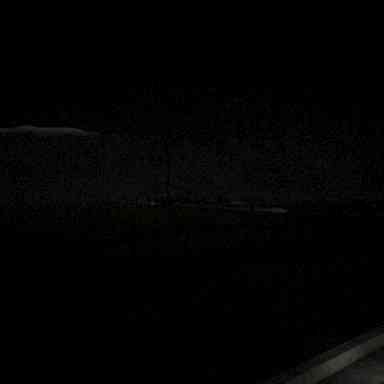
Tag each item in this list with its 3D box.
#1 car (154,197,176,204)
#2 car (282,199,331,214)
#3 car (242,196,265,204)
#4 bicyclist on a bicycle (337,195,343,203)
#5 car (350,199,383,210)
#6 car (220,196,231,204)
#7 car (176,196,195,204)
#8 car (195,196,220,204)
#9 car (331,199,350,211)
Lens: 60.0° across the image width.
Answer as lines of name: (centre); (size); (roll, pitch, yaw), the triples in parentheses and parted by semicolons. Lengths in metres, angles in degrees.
car: (-5.340, 1.564, 61.063); (1.994, 1.385, 4.181); (0, 0, -35)
car: (12.104, 1.601, 36.128); (1.895, 1.301, 4.718); (0, 0, -35)
car: (11.330, 1.491, 61.651); (2.128, 1.511, 4.902); (0, 0, -35)
bicyclist on a bicycle: (23.074, 1.302, 51.786); (1.656, 1.620, 0.582); (0, 0, -35)
car: (19.118, 1.601, 38.316); (1.895, 1.301, 4.718); (0, 0, -35)
car: (5.457, 1.503, 63.946); (1.837, 1.490, 4.892); (0, 0, -35)
car: (-1.897, 1.526, 62.282); (1.812, 1.442, 4.674); (0, 0, -34)
car: (2.314, 1.547, 62.351); (2.033, 1.411, 5.357); (0, 0, -35)
car: (15.037, 1.526, 38.042); (1.812, 1.442, 4.674); (0, 0, -35)
